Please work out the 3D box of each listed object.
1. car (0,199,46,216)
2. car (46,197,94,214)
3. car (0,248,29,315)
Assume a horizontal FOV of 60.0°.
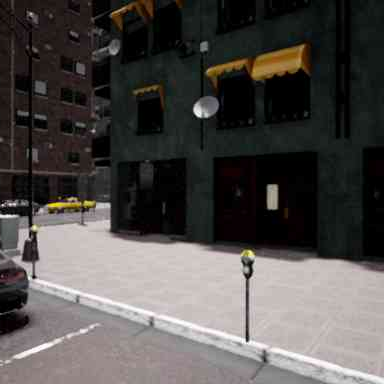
[{"bbox_3d":[-14.362,1.270,26.341,2.008,1.369,4.403,1,1,35],"label":"car"},{"bbox_3d":[-11.267,1.169,30.762,1.752,1.417,4.829,1,1,35],"label":"car"},{"bbox_3d":[-4.821,1.529,6.321,4.403,1.369,2.008,0,0,36],"label":"car"}]
